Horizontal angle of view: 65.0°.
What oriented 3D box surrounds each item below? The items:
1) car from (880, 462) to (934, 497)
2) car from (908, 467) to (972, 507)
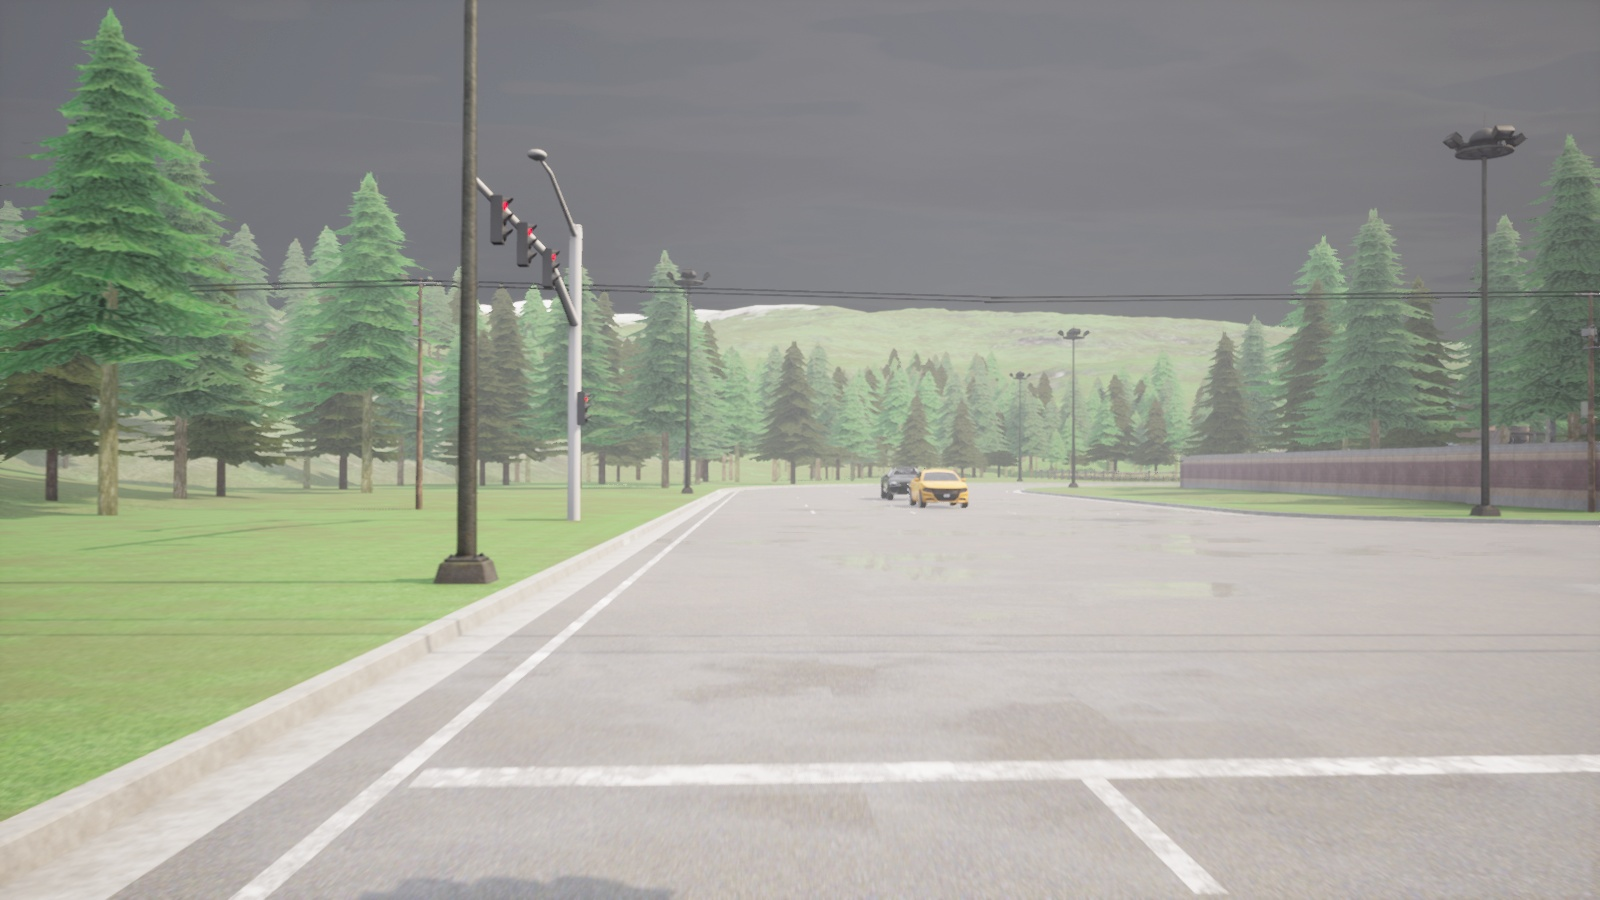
[{"bbox_3d":[5.264,1.429,62.486,2.152,1.651,5.027,0,-1,-1],"label":"car"},{"bbox_3d":[5.579,1.461,50.456,1.882,1.535,5.008,0,-1,-1],"label":"car"}]
